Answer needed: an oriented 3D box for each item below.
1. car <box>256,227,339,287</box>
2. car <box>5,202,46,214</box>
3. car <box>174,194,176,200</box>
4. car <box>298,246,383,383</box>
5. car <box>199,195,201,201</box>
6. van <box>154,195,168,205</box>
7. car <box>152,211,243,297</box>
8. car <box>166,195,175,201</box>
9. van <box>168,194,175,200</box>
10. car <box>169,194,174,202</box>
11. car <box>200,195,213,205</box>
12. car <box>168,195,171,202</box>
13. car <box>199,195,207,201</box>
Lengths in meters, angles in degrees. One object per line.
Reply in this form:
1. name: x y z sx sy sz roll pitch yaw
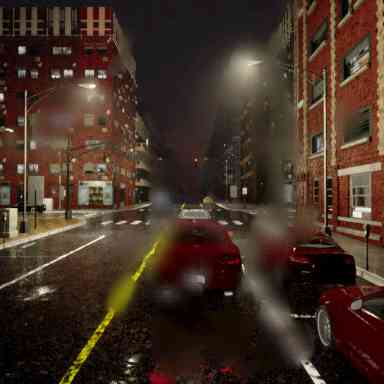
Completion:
1. car: 2.851 1.584 8.967 1.802 1.307 4.206 1 0 0
2. car: -18.655 1.730 37.382 4.313 1.339 1.947 0 -1 0
3. car: -5.557 1.553 80.712 1.752 1.417 4.829 1 0 0
4. car: 2.672 1.583 3.311 1.802 1.307 4.206 1 0 0
5. car: 2.823 1.572 80.831 1.887 1.381 4.507 1 0 0
6. van: -5.588 1.359 58.273 1.690 1.788 3.998 1 0 0
7. car: 0.111 1.480 8.649 1.882 1.535 5.008 0 0 0
8. car: -5.549 1.582 86.534 2.008 1.369 4.403 1 0 0
9. van: -5.537 1.376 92.186 1.690 1.788 3.998 1 0 0
10. car: -5.566 1.607 75.229 1.802 1.307 4.206 1 0 0
11. car: 2.789 1.543 58.391 1.752 1.417 4.829 1 0 0
12. car: -5.583 1.602 63.925 1.802 1.307 4.206 1 0 0
13. car: 2.831 1.597 86.482 1.947 1.339 4.313 1 0 0
